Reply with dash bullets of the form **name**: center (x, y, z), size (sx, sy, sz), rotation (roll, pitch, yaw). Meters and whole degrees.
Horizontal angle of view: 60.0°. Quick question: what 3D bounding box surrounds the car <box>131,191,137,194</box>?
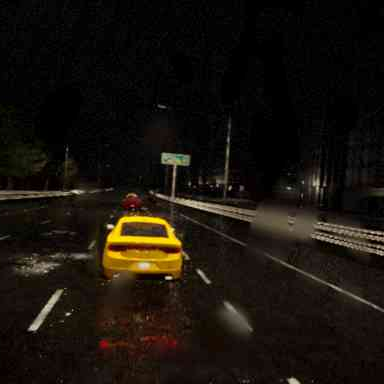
- **car**: center (-12.429, 1.166, 68.501), size (1.882, 1.535, 5.008), rotation (4, 0, -10)

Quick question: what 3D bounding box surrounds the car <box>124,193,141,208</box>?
- **car**: center (-6.974, 1.338, 38.951), size (1.882, 1.535, 5.008), rotation (4, 0, -11)

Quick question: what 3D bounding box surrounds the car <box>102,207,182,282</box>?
- **car**: center (-1.499, 1.464, 9.809), size (1.882, 1.535, 5.008), rotation (4, -1, -11)

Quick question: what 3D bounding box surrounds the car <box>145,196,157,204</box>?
- **car**: center (-7.702, 1.465, 62.586), size (1.882, 1.535, 5.008), rotation (4, 0, -10)
